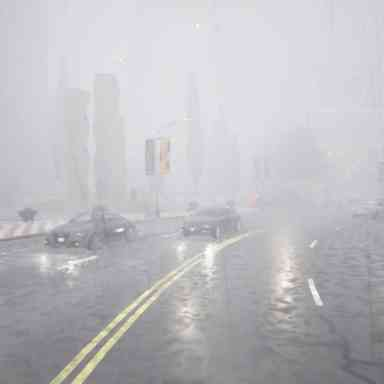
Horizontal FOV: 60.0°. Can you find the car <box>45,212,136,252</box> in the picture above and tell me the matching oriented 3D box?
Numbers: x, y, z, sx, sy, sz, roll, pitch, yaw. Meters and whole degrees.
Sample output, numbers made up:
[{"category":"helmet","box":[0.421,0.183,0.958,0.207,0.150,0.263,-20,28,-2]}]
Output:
[{"category":"car","box":[-4.104,1.564,14.086,1.994,1.385,4.181,0,0,21]}]

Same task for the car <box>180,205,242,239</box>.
[{"category":"car","box":[1.148,1.505,17.541,1.837,1.490,4.892,-1,0,28]}]

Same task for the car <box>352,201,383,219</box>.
[{"category":"car","box":[15.846,1.526,29.119,4.674,1.442,1.812,0,0,-36]}]
